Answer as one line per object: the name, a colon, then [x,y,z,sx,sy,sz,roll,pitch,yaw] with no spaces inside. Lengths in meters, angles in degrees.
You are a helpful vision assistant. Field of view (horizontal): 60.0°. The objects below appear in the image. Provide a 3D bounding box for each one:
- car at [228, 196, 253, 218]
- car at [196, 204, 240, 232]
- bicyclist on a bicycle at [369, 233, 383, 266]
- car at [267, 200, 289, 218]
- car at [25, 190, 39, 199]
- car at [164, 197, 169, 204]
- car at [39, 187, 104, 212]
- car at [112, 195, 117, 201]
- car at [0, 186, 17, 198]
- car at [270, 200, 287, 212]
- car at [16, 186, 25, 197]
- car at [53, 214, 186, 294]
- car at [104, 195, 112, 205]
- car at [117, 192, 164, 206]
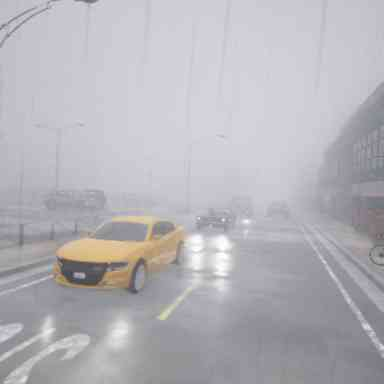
car: [4.958,1.421,33.551,2.150,2.045,5.566,2,0,15]
car: [1.647,1.665,21.234,1.895,1.301,4.718,2,0,15]
bicyclist on a bicycle: [6.475,1.558,10.421,1.656,1.620,0.582,3,0,15]
car: [9.236,1.719,35.579,2.097,1.767,4.553,2,0,15]
car: [-22.796,0.201,51.606,4.605,1.855,1.932,2,0,15]
car: [-5.485,1.027,50.402,3.806,1.475,1.970,2,0,15]
car: [-10.433,0.694,28.835,4.605,1.855,1.932,2,0,15]
car: [-11.358,0.858,55.750,4.514,1.523,2.007,2,0,15]
car: [-31.006,0.136,53.743,3.806,1.475,1.970,2,0,15]
car: [12.398,1.985,47.608,2.128,1.511,4.902,2,0,15]
car: [-29.553,-0.090,56.800,3.866,1.878,1.905,2,0,15]
car: [-1.589,1.413,9.026,1.882,1.535,5.008,2,0,15]
car: [-10.087,0.688,31.749,3.866,1.878,1.905,2,0,15]
car: [-6.813,0.895,44.116,5.027,1.636,2.152,2,0,15]
